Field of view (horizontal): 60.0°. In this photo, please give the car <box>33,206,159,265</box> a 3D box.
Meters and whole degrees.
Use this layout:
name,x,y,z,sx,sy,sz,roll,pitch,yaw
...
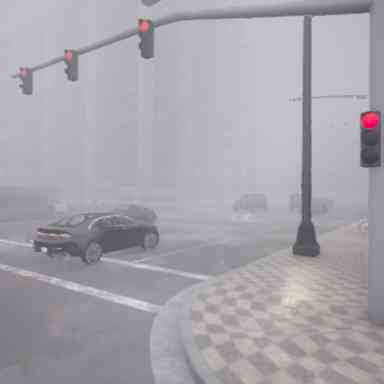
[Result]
name,x,y,z,sx,sy,sz,roll,pitch,yaw
car,-3.071,1.467,11.778,2.128,1.511,4.902,0,0,30

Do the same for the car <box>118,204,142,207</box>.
name,x,y,z,sx,sy,sz,roll,pitch,yaw
car,-4.298,1.523,22.390,1.994,1.385,4.181,0,0,36

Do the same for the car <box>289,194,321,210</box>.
name,x,y,z,sx,sy,sz,roll,pitch,yaw
car,13.926,1.237,41.623,2.150,2.045,5.566,0,0,36

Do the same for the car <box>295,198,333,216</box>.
name,x,y,z,sx,sy,sz,roll,pitch,yaw
car,12.206,1.581,33.102,1.994,1.385,4.181,0,0,36

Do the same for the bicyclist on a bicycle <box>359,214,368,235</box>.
name,x,y,z,sx,sy,sz,roll,pitch,yaw
bicyclist on a bicycle,8.973,1.322,16.049,1.656,1.620,0.582,0,0,36

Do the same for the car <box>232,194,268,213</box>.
name,x,y,z,sx,sy,sz,roll,pitch,yaw
car,6.683,1.210,37.736,2.150,2.045,5.566,0,0,36

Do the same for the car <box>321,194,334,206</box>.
name,x,y,z,sx,sy,sz,roll,pitch,yaw
car,20.001,1.537,50.202,1.837,1.490,4.892,0,0,36
